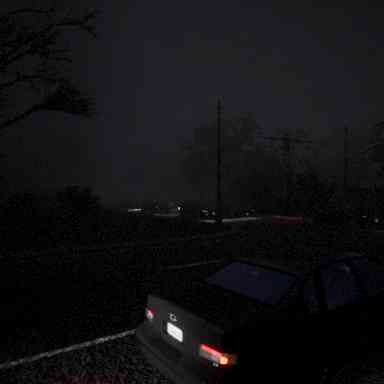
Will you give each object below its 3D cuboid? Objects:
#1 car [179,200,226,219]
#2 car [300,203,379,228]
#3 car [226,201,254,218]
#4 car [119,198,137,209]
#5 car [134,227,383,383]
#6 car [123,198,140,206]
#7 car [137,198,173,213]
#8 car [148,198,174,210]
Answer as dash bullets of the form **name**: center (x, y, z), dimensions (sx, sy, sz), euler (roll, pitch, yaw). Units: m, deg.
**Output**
- **car**: center (0.533, 1.494, 28.941), dimensions (1.837, 1.490, 4.892), euler (0, 0, -30)
- **car**: center (9.566, 1.478, 21.894), dimensions (2.128, 1.511, 4.902), euler (0, 0, -39)
- **car**: center (3.432, 1.536, 30.892), dimensions (2.033, 1.411, 5.357), euler (0, 0, -30)
- **car**: center (-8.666, 1.638, 45.828), dimensions (1.994, 1.385, 4.181), euler (0, 0, -26)
- **car**: center (1.874, 1.545, 5.012), dimensions (5.357, 1.411, 2.033), euler (0, 0, -35)
- **car**: center (-10.611, 1.705, 57.959), dimensions (1.812, 1.442, 4.674), euler (0, -1, -24)
- **car**: center (-4.059, 1.493, 37.034), dimensions (1.882, 1.535, 5.008), euler (0, 0, -29)
- **car**: center (-4.247, 1.529, 44.802), dimensions (1.882, 1.535, 5.008), euler (0, -1, -27)
